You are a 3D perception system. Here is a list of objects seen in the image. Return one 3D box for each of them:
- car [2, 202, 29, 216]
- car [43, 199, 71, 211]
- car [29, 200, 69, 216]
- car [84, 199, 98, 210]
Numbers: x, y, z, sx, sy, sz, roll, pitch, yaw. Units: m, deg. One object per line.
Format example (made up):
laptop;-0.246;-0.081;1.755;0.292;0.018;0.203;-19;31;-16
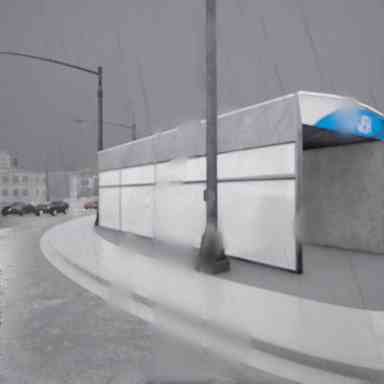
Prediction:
car;-17.752;1.724;34.547;1.994;1.385;4.181;0;0;2
car;-18.003;1.729;44.648;2.033;1.411;5.357;0;0;-7
car;-14.262;1.652;33.871;1.837;1.490;4.892;0;0;0
car;-13.205;1.735;46.851;1.994;1.385;4.181;0;0;24
